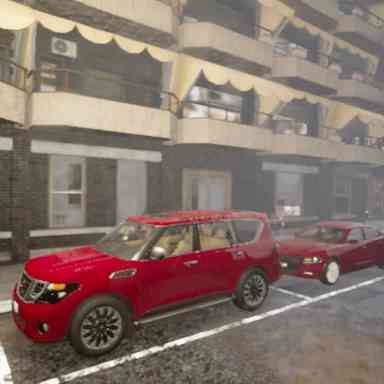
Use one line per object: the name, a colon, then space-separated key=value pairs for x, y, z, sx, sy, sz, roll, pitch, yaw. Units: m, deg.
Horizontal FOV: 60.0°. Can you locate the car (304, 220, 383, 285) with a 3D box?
car: x=4.069 y=1.528 z=9.452 sx=4.507 sy=1.381 sz=1.887 roll=0 pitch=1 yaw=-36

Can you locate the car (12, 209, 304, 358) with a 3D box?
car: x=-0.463 y=1.309 z=6.213 sx=5.009 sy=1.841 sz=2.192 roll=0 pitch=1 yaw=-36
